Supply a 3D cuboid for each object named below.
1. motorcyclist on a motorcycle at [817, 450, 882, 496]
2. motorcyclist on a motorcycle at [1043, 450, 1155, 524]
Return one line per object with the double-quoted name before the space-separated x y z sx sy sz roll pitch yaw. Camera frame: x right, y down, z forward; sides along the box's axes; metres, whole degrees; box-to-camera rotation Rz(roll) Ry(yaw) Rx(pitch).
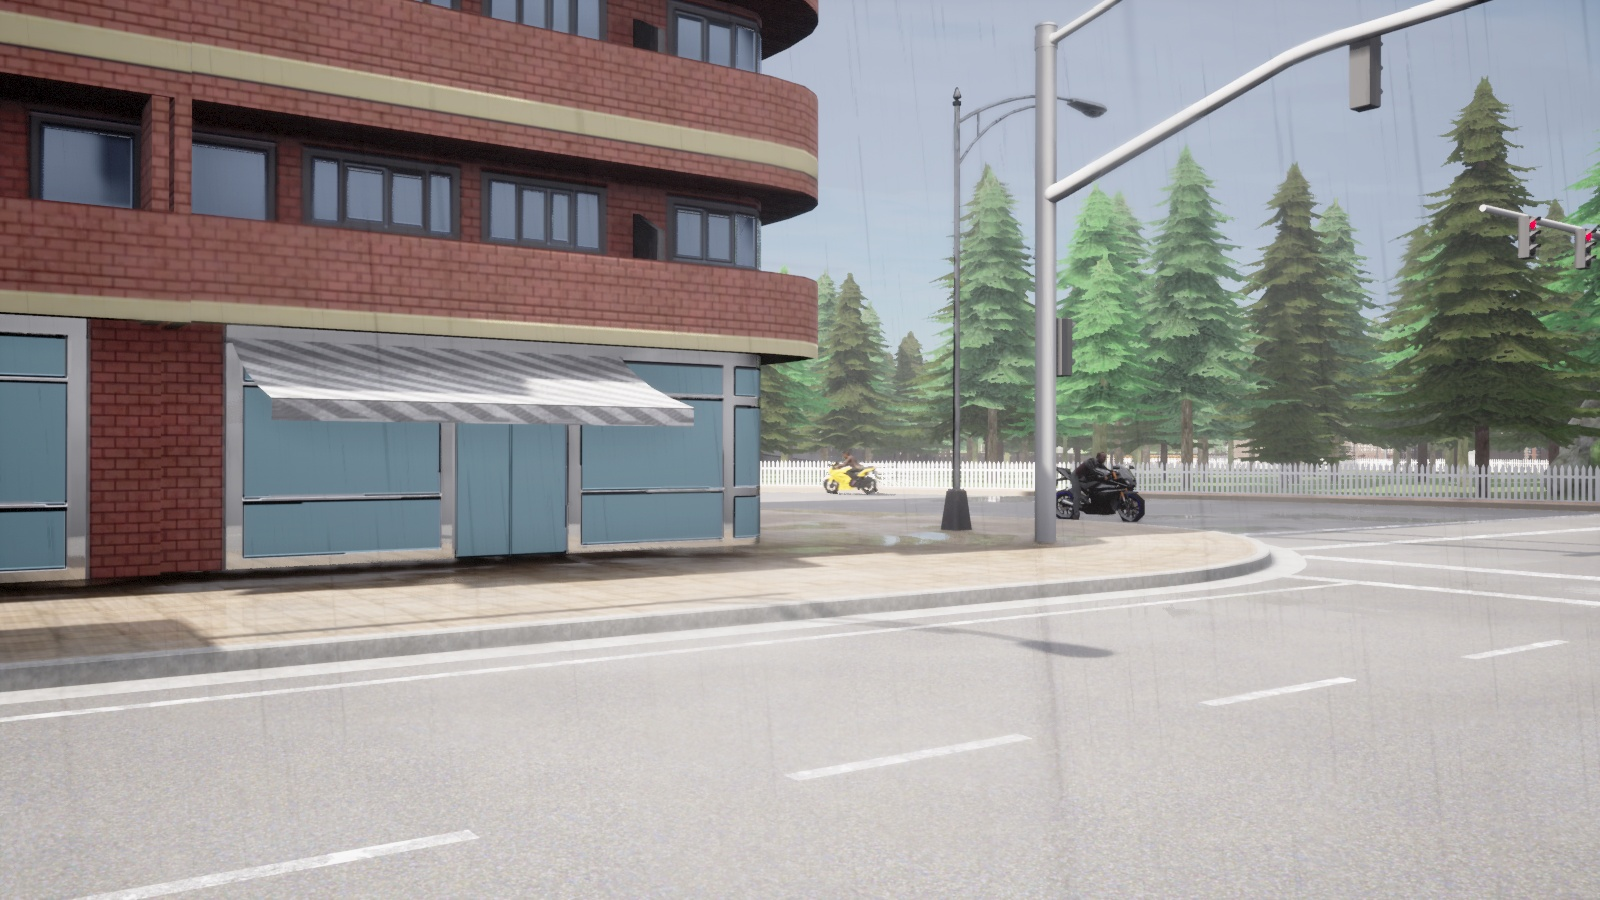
"motorcyclist on a motorcycle" 1.675 0.773 42.748 2.044 1.523 0.797 0 0 26
"motorcyclist on a motorcycle" 6.403 0.777 27.009 2.191 1.530 0.866 0 0 42
